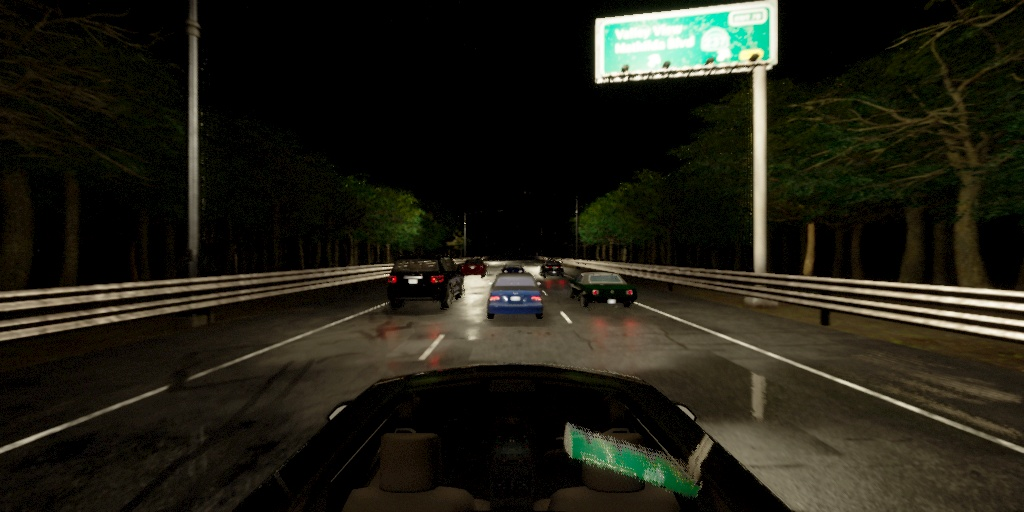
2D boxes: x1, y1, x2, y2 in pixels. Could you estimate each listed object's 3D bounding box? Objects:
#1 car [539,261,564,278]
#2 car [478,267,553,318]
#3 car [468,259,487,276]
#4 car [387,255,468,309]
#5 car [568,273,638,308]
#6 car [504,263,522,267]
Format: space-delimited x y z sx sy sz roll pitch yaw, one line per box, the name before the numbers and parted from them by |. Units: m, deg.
car | 3.607 1.172 33.064 2.128 1.511 4.902 0 0 0
car | 0.101 1.292 13.013 2.033 1.411 5.357 0 0 0
car | -3.396 1.034 32.821 2.097 1.767 4.553 0 0 0
car | -3.399 0.964 14.993 2.150 2.045 5.566 0 0 0
car | 3.603 1.342 15.149 1.895 1.301 4.718 0 0 0
car | 0.099 1.287 31.739 1.895 1.301 4.718 0 0 0
